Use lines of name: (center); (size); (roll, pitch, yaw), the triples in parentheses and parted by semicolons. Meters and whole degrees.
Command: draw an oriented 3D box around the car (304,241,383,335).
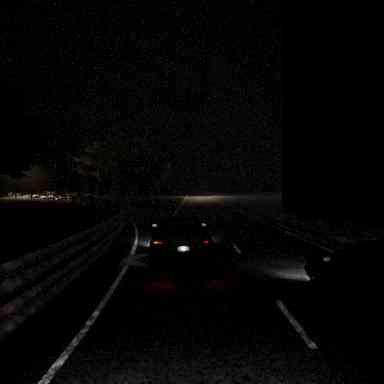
car: (3.605, 1.544, 5.577); (2.033, 1.411, 5.357); (0, 0, 0)

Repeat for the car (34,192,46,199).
car: (-33.929, 0.727, 74.280); (2.128, 1.511, 4.902); (0, 1, -39)

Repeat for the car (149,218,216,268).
car: (-0.417, 1.556, 11.325); (1.994, 1.385, 4.181); (0, 0, -5)

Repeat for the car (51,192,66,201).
car: (-26.799, 0.852, 66.881); (4.553, 1.767, 2.097); (1, 1, 44)
